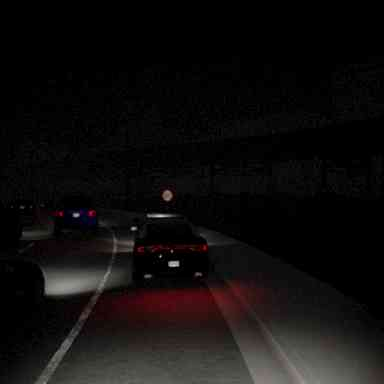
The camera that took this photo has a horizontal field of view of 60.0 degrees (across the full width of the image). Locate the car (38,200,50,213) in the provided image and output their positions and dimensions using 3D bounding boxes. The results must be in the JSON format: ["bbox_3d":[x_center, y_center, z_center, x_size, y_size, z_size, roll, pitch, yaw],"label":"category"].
[{"bbox_3d":[-17.130,1.614,38.473,1.812,1.442,4.674,-1,0,-38],"label":"car"}]

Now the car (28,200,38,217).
[{"bbox_3d":[-16.303,1.447,31.456,2.097,1.767,4.553,-1,0,-32],"label":"car"}]

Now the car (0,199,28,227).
[{"bbox_3d":[-8.389,1.248,12.868,2.150,2.045,5.566,0,0,-12],"label":"car"}]

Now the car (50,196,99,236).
[{"bbox_3d":[-6.524,1.243,18.981,2.150,2.045,5.566,0,0,-17],"label":"car"}]

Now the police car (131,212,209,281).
[{"bbox_3d":[-0.809,1.422,10.081,1.930,1.638,5.238,0,0,-9],"label":"police car"}]

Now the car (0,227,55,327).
[{"bbox_3d":[-3.710,1.529,4.647,1.812,1.442,4.674,0,0,-4],"label":"car"}]
